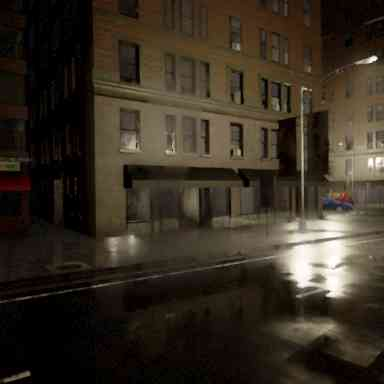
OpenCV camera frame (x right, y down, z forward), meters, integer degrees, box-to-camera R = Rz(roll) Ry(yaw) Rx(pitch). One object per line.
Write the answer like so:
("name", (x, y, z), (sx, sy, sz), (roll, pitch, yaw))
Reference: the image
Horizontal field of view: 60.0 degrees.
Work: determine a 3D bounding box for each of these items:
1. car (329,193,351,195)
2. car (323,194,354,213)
("car", (17.160, 1.065, 40.865), (2.192, 1.841, 5.009), (0, 1, -44))
("car", (14.453, 1.329, 35.341), (1.882, 1.535, 5.008), (-1, 1, -44))
